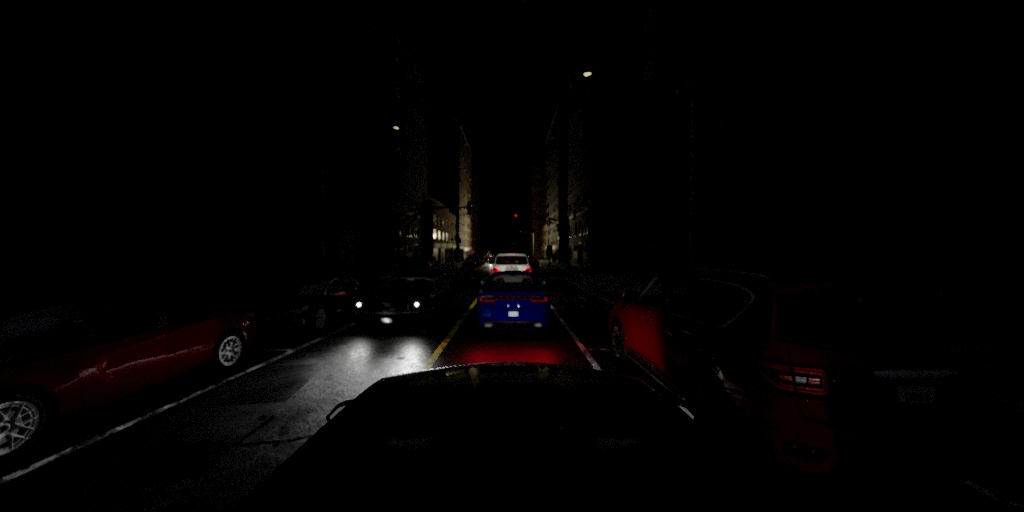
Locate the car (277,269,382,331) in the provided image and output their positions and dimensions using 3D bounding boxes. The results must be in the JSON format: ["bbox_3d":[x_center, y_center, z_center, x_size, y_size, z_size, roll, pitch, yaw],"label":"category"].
[{"bbox_3d":[-5.680,1.231,10.463,2.007,1.370,4.403,0,0,0],"label":"car"}]

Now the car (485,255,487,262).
[{"bbox_3d":[-5.759,0.885,59.756,1.888,1.381,4.507,0,0,0],"label":"car"}]

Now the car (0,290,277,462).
[{"bbox_3d":[-5.672,1.269,4.880,1.888,1.381,4.507,0,0,0],"label":"car"}]

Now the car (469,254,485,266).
[{"bbox_3d":[-5.750,0.689,54.191,2.192,1.841,5.009,0,0,0],"label":"car"}]

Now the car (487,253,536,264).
[{"bbox_3d":[-0.024,0.829,20.343,2.150,2.045,5.566,0,0,0],"label":"car"}]

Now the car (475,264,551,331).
[{"bbox_3d":[0.040,1.158,10.684,1.882,1.535,5.008,0,0,0],"label":"car"}]

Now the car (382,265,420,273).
[{"bbox_3d":[-5.689,1.221,16.046,1.802,1.307,4.207,0,0,0],"label":"car"}]

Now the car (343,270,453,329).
[{"bbox_3d":[-3.106,1.277,11.111,1.895,1.301,4.718,0,0,0],"label":"car"}]

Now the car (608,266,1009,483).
[{"bbox_3d":[2.853,1.039,4.916,2.192,1.841,5.009,0,0,0],"label":"car"}]

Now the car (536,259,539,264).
[{"bbox_3d":[2.784,0.993,48.668,1.802,1.307,4.207,0,0,0],"label":"car"}]

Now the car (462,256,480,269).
[{"bbox_3d":[-5.741,0.992,48.627,1.802,1.307,4.207,0,0,0],"label":"car"}]

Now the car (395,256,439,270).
[{"bbox_3d":[-5.698,0.912,21.628,2.192,1.841,5.009,0,0,0],"label":"car"}]
